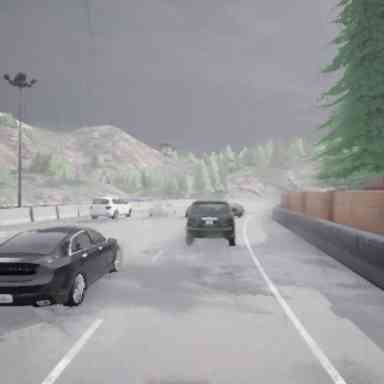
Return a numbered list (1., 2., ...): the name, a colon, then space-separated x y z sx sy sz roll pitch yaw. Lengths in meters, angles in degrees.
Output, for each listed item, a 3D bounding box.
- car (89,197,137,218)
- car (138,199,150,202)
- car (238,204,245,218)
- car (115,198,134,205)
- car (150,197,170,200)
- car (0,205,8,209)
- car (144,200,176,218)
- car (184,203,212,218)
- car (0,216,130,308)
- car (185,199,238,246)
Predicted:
1. car: -7.332 1.494 30.608 2.150 2.045 5.566 0 0 11
2. car: -8.925 2.167 70.806 1.895 1.301 4.718 0 -1 24
3. car: 4.381 1.875 34.547 1.994 1.385 4.181 0 0 15
4. car: -15.037 2.108 74.272 1.812 1.442 4.674 0 -1 24
5. car: -6.098 1.926 68.575 2.097 1.767 4.553 0 -1 24
6. car: -18.288 1.862 30.003 1.895 1.301 4.718 0 -1 11
7. car: -2.984 1.829 34.074 1.812 1.442 4.674 0 0 13
8. car: 0.700 1.872 34.365 1.994 1.385 4.181 0 0 14
9. car: -3.107 1.580 8.133 1.837 1.490 4.892 0 0 3
10. car: 1.024 1.371 16.405 2.150 2.045 5.566 0 0 6
